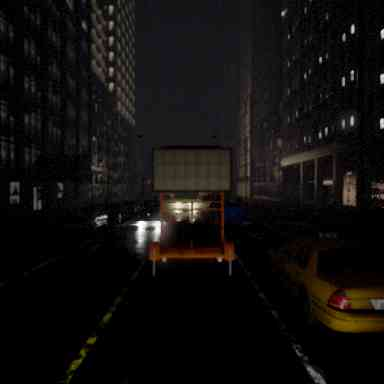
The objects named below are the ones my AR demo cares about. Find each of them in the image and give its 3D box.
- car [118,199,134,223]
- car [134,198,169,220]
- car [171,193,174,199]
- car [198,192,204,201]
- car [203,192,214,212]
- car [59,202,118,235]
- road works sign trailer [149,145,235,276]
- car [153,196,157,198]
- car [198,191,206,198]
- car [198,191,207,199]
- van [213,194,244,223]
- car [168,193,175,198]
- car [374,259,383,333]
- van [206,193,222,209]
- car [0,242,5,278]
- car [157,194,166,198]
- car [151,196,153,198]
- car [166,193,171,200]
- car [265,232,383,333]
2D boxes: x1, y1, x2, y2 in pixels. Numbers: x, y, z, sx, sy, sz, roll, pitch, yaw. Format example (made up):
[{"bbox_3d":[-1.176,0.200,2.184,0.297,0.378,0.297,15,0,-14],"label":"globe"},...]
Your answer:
[{"bbox_3d":[-5.696,1.424,23.730,1.947,1.339,4.313,-1,0,0],"label":"car"},{"bbox_3d":[-3.097,1.410,25.776,1.994,1.385,4.181,0,0,0],"label":"car"},{"bbox_3d":[-5.692,1.136,74.882,1.802,1.307,4.206,-1,0,0],"label":"car"},{"bbox_3d":[2.687,1.173,63.514,2.008,1.369,4.403,-1,0,0],"label":"car"},{"bbox_3d":[2.683,1.106,35.095,2.192,1.841,5.009,-1,0,0],"label":"car"},{"bbox_3d":[-5.697,1.443,18.046,2.008,1.369,4.403,-1,0,0],"label":"car"},{"bbox_3d":[0.005,0.404,10.076,2.380,3.560,2.880,0,0,0],"label":"road works sign trailer"},{"bbox_3d":[-5.695,1.339,40.781,1.802,1.307,4.206,-1,0,0],"label":"car"},{"bbox_3d":[2.687,0.766,91.931,2.192,1.841,5.009,-1,0,0],"label":"car"},{"bbox_3d":[2.687,0.801,86.247,2.192,1.841,5.009,-1,0,0],"label":"car"},{"bbox_3d":[2.682,1.200,23.728,1.690,1.788,3.998,-1,0,0],"label":"van"},{"bbox_3d":[-5.691,0.977,91.762,1.752,1.417,4.829,-1,0,0],"label":"car"},{"bbox_3d":[2.681,1.433,0.995,1.967,1.590,4.097,-1,0,0],"label":"car"},{"bbox_3d":[2.683,1.099,40.779,1.690,1.788,3.998,-1,0,0],"label":"van"},{"bbox_3d":[-5.699,1.399,6.679,1.967,1.590,4.097,-1,0,0],"label":"car"},{"bbox_3d":[-5.694,1.241,52.148,2.008,1.369,4.403,-1,0,0],"label":"car"},{"bbox_3d":[-5.696,1.342,35.097,2.008,1.369,4.403,-1,0,0],"label":"car"},{"bbox_3d":[-5.693,1.173,63.514,2.008,1.369,4.403,-1,0,0],"label":"car"},{"bbox_3d":[2.682,1.484,6.848,1.752,1.417,4.829,-1,0,0],"label":"car"}]
